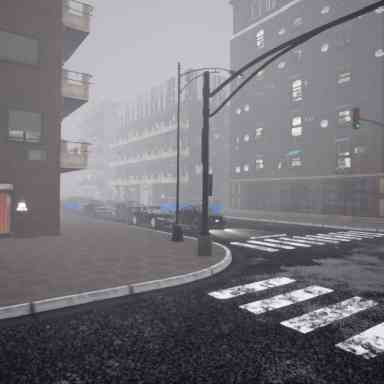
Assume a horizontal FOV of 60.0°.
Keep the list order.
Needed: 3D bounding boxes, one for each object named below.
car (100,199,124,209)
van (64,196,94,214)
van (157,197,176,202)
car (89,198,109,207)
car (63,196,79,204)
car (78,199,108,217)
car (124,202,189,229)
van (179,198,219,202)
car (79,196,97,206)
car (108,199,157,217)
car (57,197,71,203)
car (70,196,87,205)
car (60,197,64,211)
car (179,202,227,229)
[{"bbox_3d":[-11.877,1.683,49.086,1.887,1.381,4.507,1,-1,-35],"label":"car"},{"bbox_3d":[-11.989,1.361,35.403,1.690,1.788,3.998,1,-1,-35],"label":"van"},{"bbox_3d":[-2.326,1.449,35.286,1.690,1.788,3.998,1,-1,-35],"label":"van"},{"bbox_3d":[-15.061,1.729,53.685,1.802,1.307,4.206,1,-1,-35],"label":"car"},{"bbox_3d":[-24.610,1.614,67.487,1.967,1.590,4.097,1,-1,-35],"label":"car"},{"bbox_3d":[-8.807,1.591,30.801,1.802,1.307,4.206,1,-1,-35],"label":"car"},{"bbox_3d":[-2.440,1.539,21.600,2.008,1.369,4.403,1,-1,-35],"label":"car"},{"bbox_3d":[0.858,1.439,30.686,1.690,1.788,3.998,1,-1,-35],"label":"van"},{"bbox_3d":[-18.243,1.597,58.287,1.967,1.590,4.097,1,-1,-35],"label":"car"},{"bbox_3d":[-5.517,1.528,30.381,2.128,1.511,4.902,1,-1,-35],"label":"car"},{"bbox_3d":[-27.794,1.727,72.087,1.887,1.381,4.507,1,-1,-35],"label":"car"},{"bbox_3d":[-21.426,1.605,62.887,1.967,1.590,4.097,1,-1,-35],"label":"car"},{"bbox_3d":[-15.174,1.580,40.001,2.008,1.369,4.403,1,-1,-35],"label":"car"},{"bbox_3d":[0.388,1.581,21.845,1.994,1.385,4.181,1,-1,-35],"label":"car"}]
